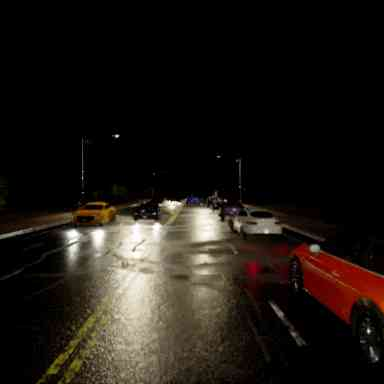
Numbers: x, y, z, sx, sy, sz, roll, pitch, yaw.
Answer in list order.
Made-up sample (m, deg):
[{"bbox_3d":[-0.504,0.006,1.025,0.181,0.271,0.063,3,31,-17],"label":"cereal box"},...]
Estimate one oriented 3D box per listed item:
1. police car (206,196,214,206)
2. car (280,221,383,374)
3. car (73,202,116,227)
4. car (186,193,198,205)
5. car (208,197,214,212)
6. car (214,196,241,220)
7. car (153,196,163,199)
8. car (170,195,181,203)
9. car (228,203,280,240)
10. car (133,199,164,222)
[{"bbox_3d":[3.236,1.389,49.928,1.930,1.638,5.238,0,0,0],"label":"police car"},{"bbox_3d":[3.248,1.349,5.789,2.097,1.767,4.553,0,0,0],"label":"car"},{"bbox_3d":[-6.605,1.463,22.941,1.882,1.535,5.008,0,0,0],"label":"car"},{"bbox_3d":[-0.015,1.434,58.229,1.882,1.535,5.008,0,0,0],"label":"car"},{"bbox_3d":[3.240,1.574,38.848,1.895,1.301,4.718,0,0,0],"label":"car"},{"bbox_3d":[3.242,1.413,27.818,2.033,1.649,4.856,0,0,0],"label":"car"},{"bbox_3d":[-6.538,1.512,63.391,1.994,1.385,4.181,0,0,1],"label":"car"},{"bbox_3d":[-3.281,1.421,66.445,1.882,1.535,5.008,0,0,0],"label":"car"},{"bbox_3d":[3.202,1.515,16.977,1.812,1.442,4.674,0,0,-2],"label":"car"},{"bbox_3d":[-3.356,1.509,25.922,1.812,1.442,4.674,0,0,0],"label":"car"}]
